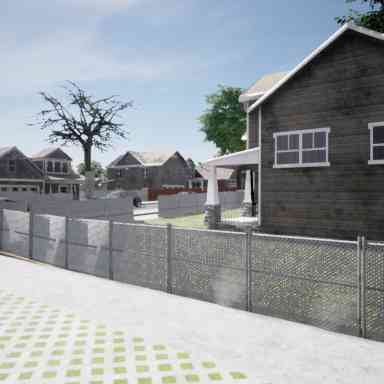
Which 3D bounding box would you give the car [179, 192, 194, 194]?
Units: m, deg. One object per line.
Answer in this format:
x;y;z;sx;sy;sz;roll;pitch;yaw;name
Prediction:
-0.920;0.639;39.537;1.895;1.301;4.718;0;2;35;car

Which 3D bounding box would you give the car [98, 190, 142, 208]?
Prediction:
-6.864;0.672;31.119;2.097;1.767;4.553;0;2;35;car

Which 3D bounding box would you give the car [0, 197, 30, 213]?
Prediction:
-13.311;1.120;21.988;2.128;1.511;4.902;0;2;35;car
